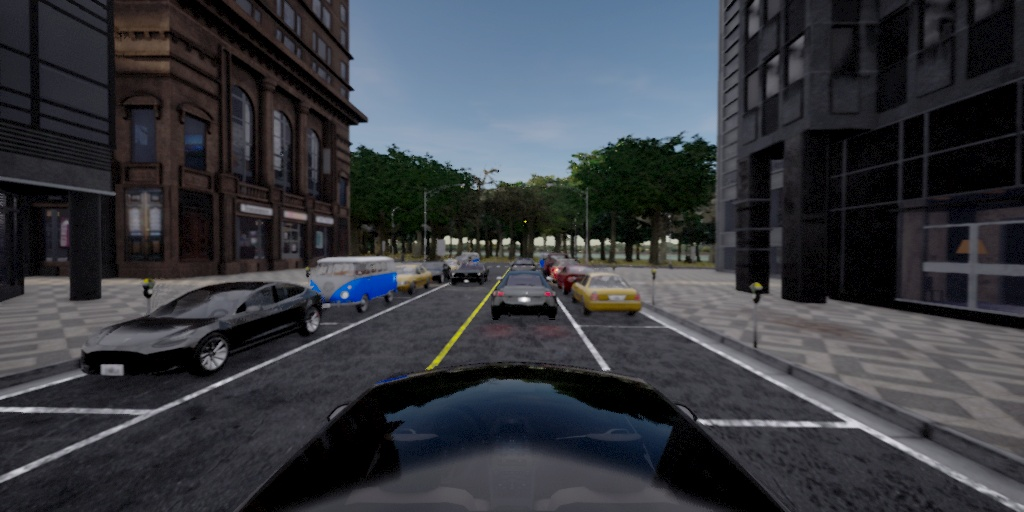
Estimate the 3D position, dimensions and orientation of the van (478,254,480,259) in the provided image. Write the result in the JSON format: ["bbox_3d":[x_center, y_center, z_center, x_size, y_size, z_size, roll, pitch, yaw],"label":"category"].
[{"bbox_3d":[-4.582,0.542,39.883,1.690,1.789,3.998,0,0,2],"label":"van"}]

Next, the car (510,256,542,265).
[{"bbox_3d":[0.857,0.899,26.314,2.128,1.511,4.902,0,1,2],"label":"car"}]

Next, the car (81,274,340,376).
[{"bbox_3d":[-5.612,1.216,7.277,1.948,1.339,4.313,0,0,2],"label":"car"}]

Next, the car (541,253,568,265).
[{"bbox_3d":[3.596,0.700,28.746,2.192,1.841,5.009,0,0,2],"label":"car"}]

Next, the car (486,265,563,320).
[{"bbox_3d":[0.407,1.168,12.036,1.994,1.385,4.181,0,1,2],"label":"car"}]

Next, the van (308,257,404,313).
[{"bbox_3d":[-5.441,0.915,12.712,1.690,1.789,3.998,0,0,2],"label":"van"}]

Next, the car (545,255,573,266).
[{"bbox_3d":[3.424,0.899,23.311,1.967,1.591,4.097,0,0,2],"label":"car"}]

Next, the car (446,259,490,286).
[{"bbox_3d":[-2.472,1.056,22.060,1.895,1.301,4.718,0,1,2],"label":"car"}]

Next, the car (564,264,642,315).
[{"bbox_3d":[3.086,1.135,12.612,1.751,1.417,4.829,0,0,2],"label":"car"}]

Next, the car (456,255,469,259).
[{"bbox_3d":[-4.931,0.875,28.845,1.751,1.417,4.829,0,0,2],"label":"car"}]

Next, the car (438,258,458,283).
[{"bbox_3d":[-5.097,0.990,23.580,1.948,1.339,4.313,0,0,2],"label":"car"}]

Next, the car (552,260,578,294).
[{"bbox_3d":[3.252,1.080,17.877,1.888,1.381,4.507,0,0,2],"label":"car"}]

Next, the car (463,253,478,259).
[{"bbox_3d":[-4.754,0.715,34.449,1.967,1.591,4.097,0,0,2],"label":"car"}]

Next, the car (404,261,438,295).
[{"bbox_3d":[-5.274,1.024,17.976,1.751,1.417,4.829,0,0,2],"label":"car"}]
